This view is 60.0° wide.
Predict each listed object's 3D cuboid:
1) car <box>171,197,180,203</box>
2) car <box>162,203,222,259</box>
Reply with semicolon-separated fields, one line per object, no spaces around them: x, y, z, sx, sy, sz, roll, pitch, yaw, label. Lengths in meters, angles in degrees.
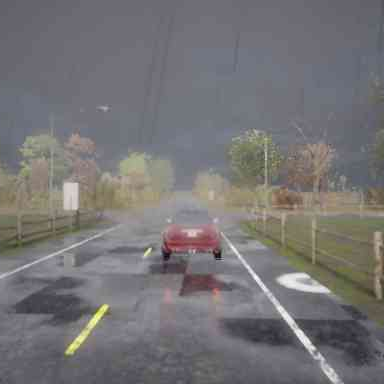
-3.928;2.093;82.049;2.097;1.767;4.553;0;0;-1;car
0.021;1.488;13.435;2.097;1.767;4.553;0;-1;0;car
